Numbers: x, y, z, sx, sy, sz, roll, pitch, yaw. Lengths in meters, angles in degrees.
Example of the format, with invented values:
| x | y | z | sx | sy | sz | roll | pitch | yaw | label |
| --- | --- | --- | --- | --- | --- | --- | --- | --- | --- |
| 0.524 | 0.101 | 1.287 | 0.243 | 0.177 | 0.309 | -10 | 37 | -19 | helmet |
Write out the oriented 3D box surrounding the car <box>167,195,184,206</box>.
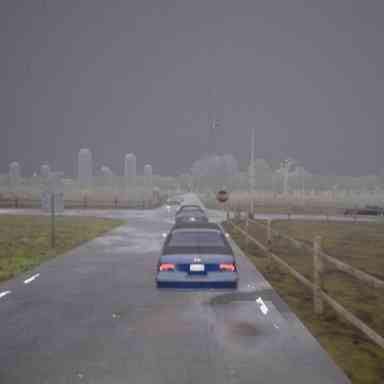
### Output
| x | y | z | sx | sy | sz | roll | pitch | yaw | label |
| --- | --- | --- | --- | --- | --- | --- | --- | --- | --- |
| -2.796 | 1.235 | 52.366 | 2.097 | 1.767 | 4.553 | 0 | 0 | 0 | car |

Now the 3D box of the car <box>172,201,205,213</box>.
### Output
| x | y | z | sx | sy | sz | roll | pitch | yaw | label |
| --- | --- | --- | --- | --- | --- | --- | --- | --- | --- |
| -0.096 | 1.525 | 21.272 | 1.994 | 1.385 | 4.181 | 0 | 0 | -3 | car |

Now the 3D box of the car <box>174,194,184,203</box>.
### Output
| x | y | z | sx | sy | sz | roll | pitch | yaw | label |
| --- | --- | --- | --- | --- | --- | --- | --- | --- | --- |
| -2.704 | 1.307 | 68.392 | 1.882 | 1.535 | 5.008 | 0 | 1 | 0 | car |

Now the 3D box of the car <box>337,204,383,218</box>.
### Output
| x | y | z | sx | sy | sz | roll | pitch | yaw | label |
| --- | --- | --- | --- | --- | --- | --- | --- | --- | --- |
| 17.616 | 1.894 | 34.441 | 4.718 | 1.301 | 1.895 | 1 | 1 | 0 | car |

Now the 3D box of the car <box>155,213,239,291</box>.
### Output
| x | y | z | sx | sy | sz | roll | pitch | yaw | label |
| --- | --- | --- | --- | --- | --- | --- | --- | --- | --- |
| 0.109 | 1.533 | 9.072 | 2.033 | 1.411 | 5.357 | 0 | 0 | 0 | car |
